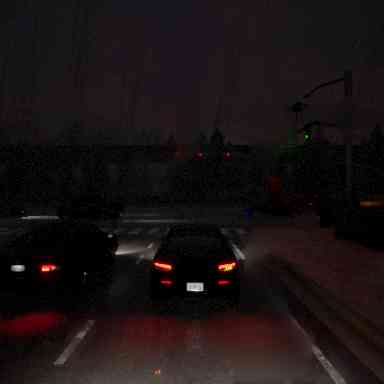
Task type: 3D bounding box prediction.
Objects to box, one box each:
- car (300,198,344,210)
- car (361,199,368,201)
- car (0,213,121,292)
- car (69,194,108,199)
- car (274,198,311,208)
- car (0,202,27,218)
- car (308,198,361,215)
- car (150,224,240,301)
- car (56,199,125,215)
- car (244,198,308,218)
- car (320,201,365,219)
[{"bbox_3d":[16.920,1.491,43.340,4.902,1.511,2.128,0,0,0],"label":"car"},{"bbox_3d":[23.228,1.601,46.813,4.718,1.301,1.895,0,0,0],"label":"car"},{"bbox_3d":[-3.420,1.547,9.050,2.033,1.411,5.357,0,0,0],"label":"car"},{"bbox_3d":[-9.433,1.221,32.789,5.566,2.045,2.150,0,0,0],"label":"car"},{"bbox_3d":[14.121,1.526,46.855,4.674,1.442,1.812,0,0,2],"label":"car"},{"bbox_3d":[-16.903,1.564,29.330,4.181,1.385,1.994,0,0,0],"label":"car"},{"bbox_3d":[13.571,1.351,32.658,4.553,1.767,2.097,0,0,0],"label":"car"},{"bbox_3d":[0.072,1.526,8.229,1.812,1.442,4.674,0,0,0],"label":"car"},{"bbox_3d":[-7.978,1.491,25.780,4.902,1.511,2.128,0,0,0],"label":"car"},{"bbox_3d":[7.136,1.477,29.194,5.008,1.535,1.882,0,0,0],"label":"car"},{"bbox_3d":[12.825,1.601,25.662,4.718,1.301,1.895,0,0,0],"label":"car"}]
